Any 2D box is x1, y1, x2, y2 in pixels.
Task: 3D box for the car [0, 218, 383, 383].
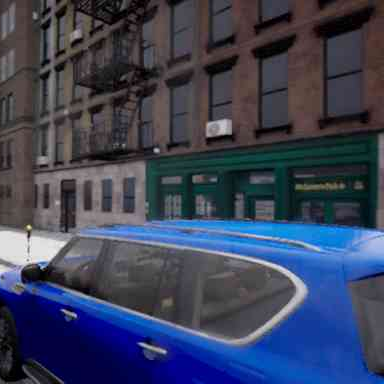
[{"bbox_3d":[-0.326,1.312,3.676,5.566,2.045,2.150,-1,-2,43],"label":"car"}]
